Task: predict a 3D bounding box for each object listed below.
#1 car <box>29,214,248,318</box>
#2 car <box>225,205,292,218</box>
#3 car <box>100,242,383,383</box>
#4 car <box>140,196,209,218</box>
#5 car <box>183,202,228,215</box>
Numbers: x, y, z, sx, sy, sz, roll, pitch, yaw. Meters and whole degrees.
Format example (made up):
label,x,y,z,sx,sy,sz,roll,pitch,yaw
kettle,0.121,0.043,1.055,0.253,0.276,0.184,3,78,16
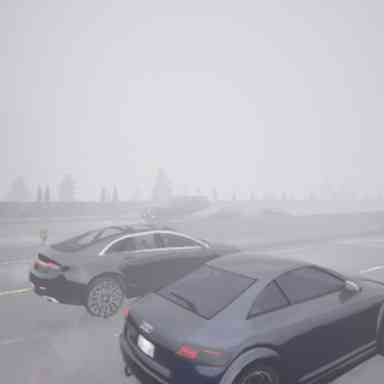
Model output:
label,x,y,z,sx,sy,sz,roll,pitch,yaw
car,-0.902,1.476,7.402,4.902,1.511,2.128,0,0,-35
car,4.372,1.644,20.001,4.181,1.385,1.994,1,0,-35
car,1.160,1.549,4.574,4.181,1.385,1.994,0,0,-35
car,-1.068,1.289,24.721,5.566,2.045,2.150,1,-1,-35
car,1.991,1.602,22.598,4.674,1.442,1.812,1,0,-36
